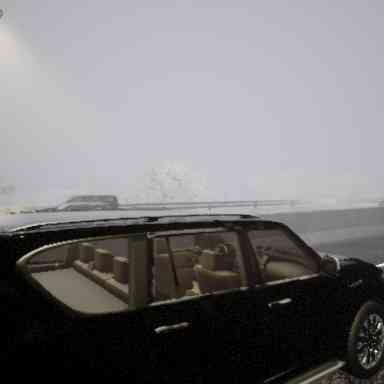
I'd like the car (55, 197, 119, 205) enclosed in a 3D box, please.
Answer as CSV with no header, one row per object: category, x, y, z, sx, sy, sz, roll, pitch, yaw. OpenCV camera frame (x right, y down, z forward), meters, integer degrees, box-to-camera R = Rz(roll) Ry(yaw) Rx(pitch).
car,-6.051,1.333,16.849,4.553,1.767,2.097,0,0,-35

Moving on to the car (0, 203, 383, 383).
car,0.118,1.211,3.818,5.566,2.045,2.150,0,0,-35

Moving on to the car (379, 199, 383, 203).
car,26.324,1.352,43.429,5.008,1.535,1.882,0,0,-34

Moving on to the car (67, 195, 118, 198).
car,-7.023,1.198,20.454,5.566,2.045,2.150,0,0,-35
